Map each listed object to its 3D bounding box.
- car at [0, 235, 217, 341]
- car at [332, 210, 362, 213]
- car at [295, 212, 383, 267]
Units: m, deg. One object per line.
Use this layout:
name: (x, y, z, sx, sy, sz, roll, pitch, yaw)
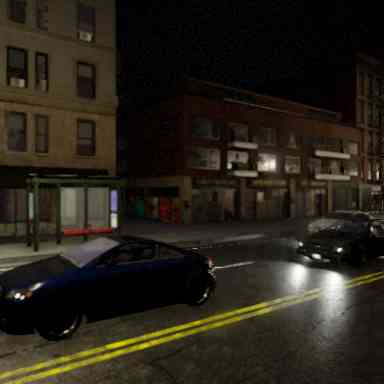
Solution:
car: (-1.535, 1.586, 6.572, 4.181, 1.385, 1.994, 1, 0, -35)
car: (8.001, 1.676, 17.274, 4.674, 1.442, 1.812, 1, -1, -35)
car: (6.088, 1.655, 12.015, 5.357, 1.411, 2.033, 1, 0, -35)
